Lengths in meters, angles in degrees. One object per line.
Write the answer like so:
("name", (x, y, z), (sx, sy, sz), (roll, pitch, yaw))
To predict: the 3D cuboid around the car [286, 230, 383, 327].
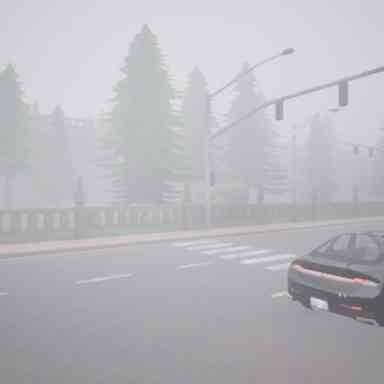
("car", (3.952, 1.521, 6.548), (4.902, 1.511, 2.128), (0, 0, -35))
